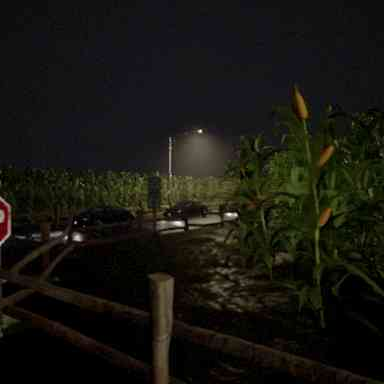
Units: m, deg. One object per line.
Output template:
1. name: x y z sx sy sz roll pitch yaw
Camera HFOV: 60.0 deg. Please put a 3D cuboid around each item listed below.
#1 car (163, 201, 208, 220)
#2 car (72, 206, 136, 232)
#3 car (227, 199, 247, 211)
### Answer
1. car: -0.410 1.446 27.347 1.812 1.442 4.674 0 0 35
2. car: -5.427 1.541 20.342 1.994 1.385 4.181 0 0 35
3. car: 5.392 1.421 35.448 1.994 1.385 4.181 0 0 36
